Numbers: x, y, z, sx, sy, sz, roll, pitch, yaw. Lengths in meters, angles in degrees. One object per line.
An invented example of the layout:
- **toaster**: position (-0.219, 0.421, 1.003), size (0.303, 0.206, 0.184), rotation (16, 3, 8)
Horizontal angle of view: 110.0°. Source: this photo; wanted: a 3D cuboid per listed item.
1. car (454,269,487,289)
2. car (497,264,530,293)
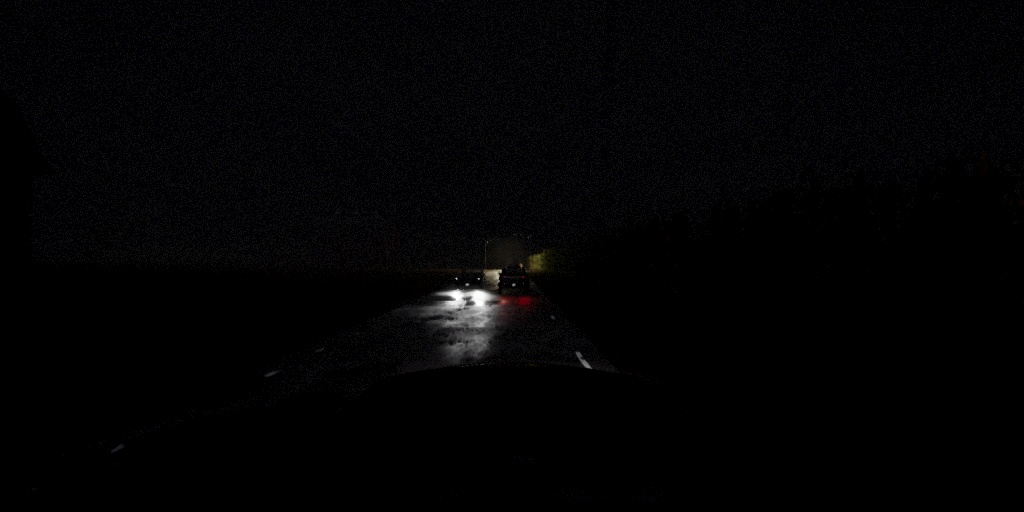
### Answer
- **car**: position (-2.850, 1.555, 25.181), size (1.895, 1.301, 4.718), rotation (0, -1, 0)
- **car**: position (0.100, 1.412, 22.222), size (2.128, 1.511, 4.902), rotation (0, -1, 0)
